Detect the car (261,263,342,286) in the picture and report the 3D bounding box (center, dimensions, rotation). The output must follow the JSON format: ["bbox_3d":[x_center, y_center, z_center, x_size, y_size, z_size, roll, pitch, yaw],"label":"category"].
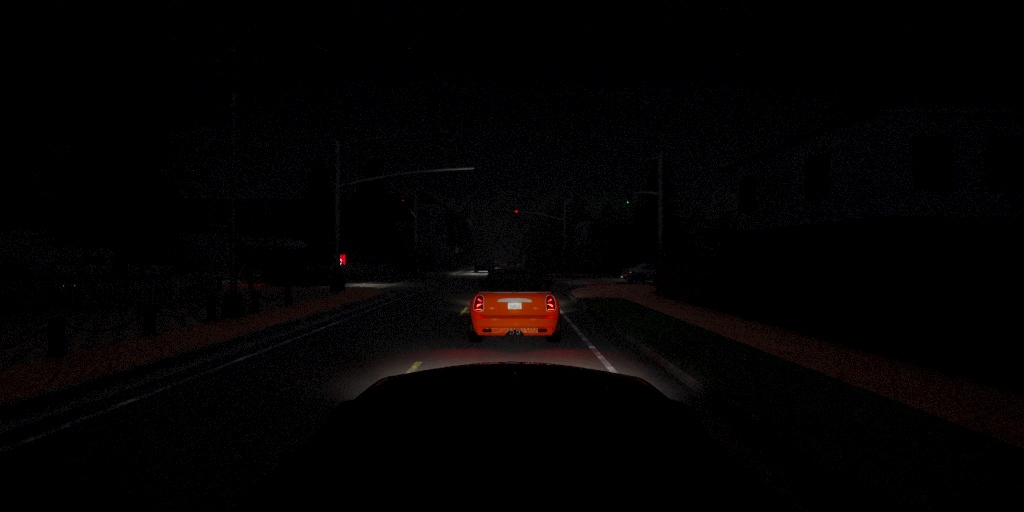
[{"bbox_3d":[-14.320,1.243,24.556,5.008,1.535,1.882,0,0,-2],"label":"car"}]

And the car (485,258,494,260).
[{"bbox_3d":[-3.595,1.228,44.746,1.882,1.535,5.008,0,0,0],"label":"car"}]

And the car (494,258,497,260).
[{"bbox_3d":[-3.588,1.241,54.207,2.128,1.511,4.902,0,0,0],"label":"car"}]

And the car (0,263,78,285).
[{"bbox_3d":[-32.516,1.329,24.034,4.181,1.385,1.994,0,0,-1],"label":"car"}]

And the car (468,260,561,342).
[{"bbox_3d":[0.072,1.102,9.904,2.097,1.767,4.553,0,0,0],"label":"car"}]

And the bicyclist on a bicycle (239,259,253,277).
[{"bbox_3d":[-23.556,1.066,31.764,0.582,1.620,1.656,0,0,-2],"label":"bicyclist on a bicycle"}]

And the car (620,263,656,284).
[{"bbox_3d":[10.210,1.256,26.021,4.674,1.442,1.812,0,0,-5],"label":"car"}]
